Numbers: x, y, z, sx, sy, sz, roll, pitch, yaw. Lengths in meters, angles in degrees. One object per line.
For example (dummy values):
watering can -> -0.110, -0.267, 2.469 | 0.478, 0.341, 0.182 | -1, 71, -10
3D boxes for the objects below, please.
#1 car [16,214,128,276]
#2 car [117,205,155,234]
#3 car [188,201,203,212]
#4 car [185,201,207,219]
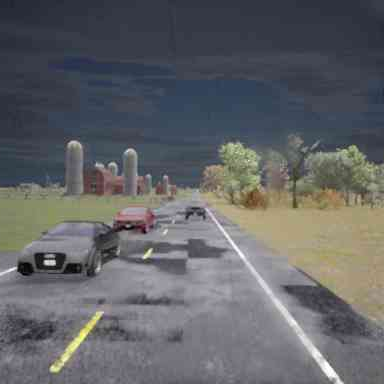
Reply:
car -> -3.513, 1.580, 10.257 | 1.994, 1.385, 4.181 | 1, 0, 1
car -> -3.394, 1.562, 20.263 | 1.882, 1.535, 5.008 | 1, 0, 1
car -> 0.511, 1.915, 45.301 | 1.895, 1.301, 4.718 | 1, 0, 1
car -> 0.356, 1.721, 31.504 | 1.837, 1.490, 4.892 | 1, -1, 1
